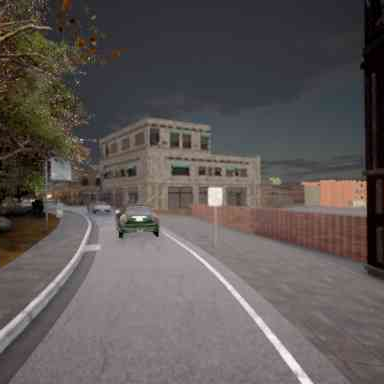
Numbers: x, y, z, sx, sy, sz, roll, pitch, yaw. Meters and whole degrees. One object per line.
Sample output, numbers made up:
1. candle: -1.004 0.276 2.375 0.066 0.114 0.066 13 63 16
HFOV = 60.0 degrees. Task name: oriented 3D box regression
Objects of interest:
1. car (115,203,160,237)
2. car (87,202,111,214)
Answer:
1. car: -3.143 1.395 18.585 2.097 1.767 4.553 0 0 -15
2. car: -10.885 1.761 38.499 1.895 1.301 4.718 0 0 -28
